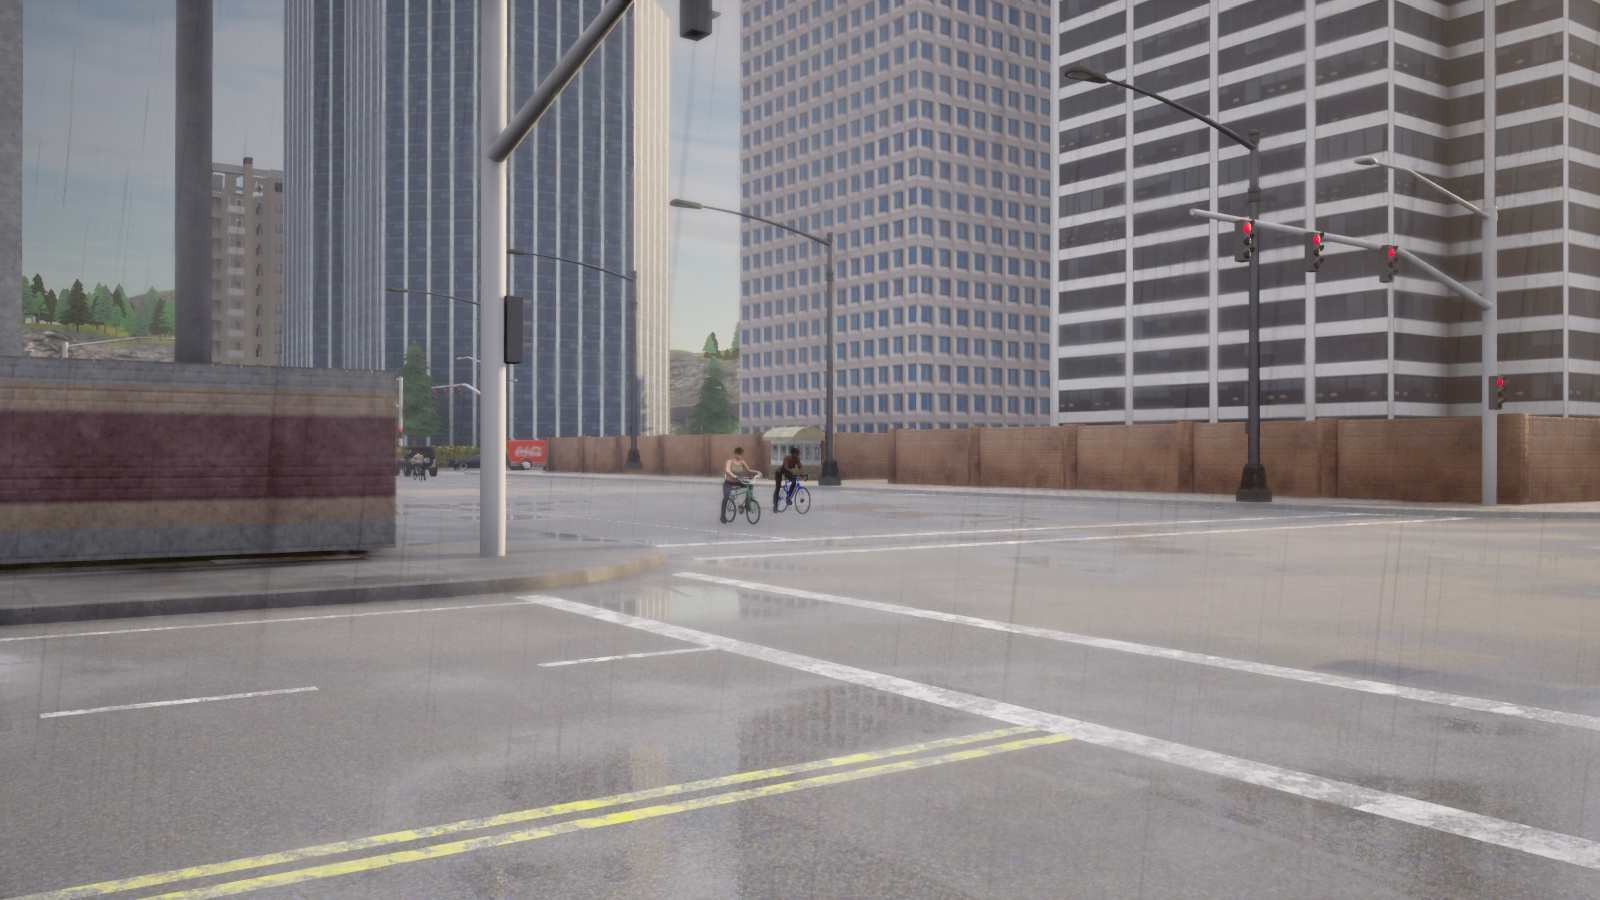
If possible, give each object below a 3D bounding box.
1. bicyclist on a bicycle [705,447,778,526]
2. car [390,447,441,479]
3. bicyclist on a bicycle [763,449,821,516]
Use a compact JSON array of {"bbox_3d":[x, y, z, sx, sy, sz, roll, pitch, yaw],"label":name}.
[{"bbox_3d":[-1.235,0.748,26.392,0.866,1.612,1.509,0,0,-34],"label":"bicyclist on a bicycle"},{"bbox_3d":[-23.771,0.781,77.625,1.905,1.878,3.866,0,0,-35],"label":"car"},{"bbox_3d":[-0.208,0.774,31.064,0.582,1.620,1.656,0,0,-35],"label":"bicyclist on a bicycle"}]
